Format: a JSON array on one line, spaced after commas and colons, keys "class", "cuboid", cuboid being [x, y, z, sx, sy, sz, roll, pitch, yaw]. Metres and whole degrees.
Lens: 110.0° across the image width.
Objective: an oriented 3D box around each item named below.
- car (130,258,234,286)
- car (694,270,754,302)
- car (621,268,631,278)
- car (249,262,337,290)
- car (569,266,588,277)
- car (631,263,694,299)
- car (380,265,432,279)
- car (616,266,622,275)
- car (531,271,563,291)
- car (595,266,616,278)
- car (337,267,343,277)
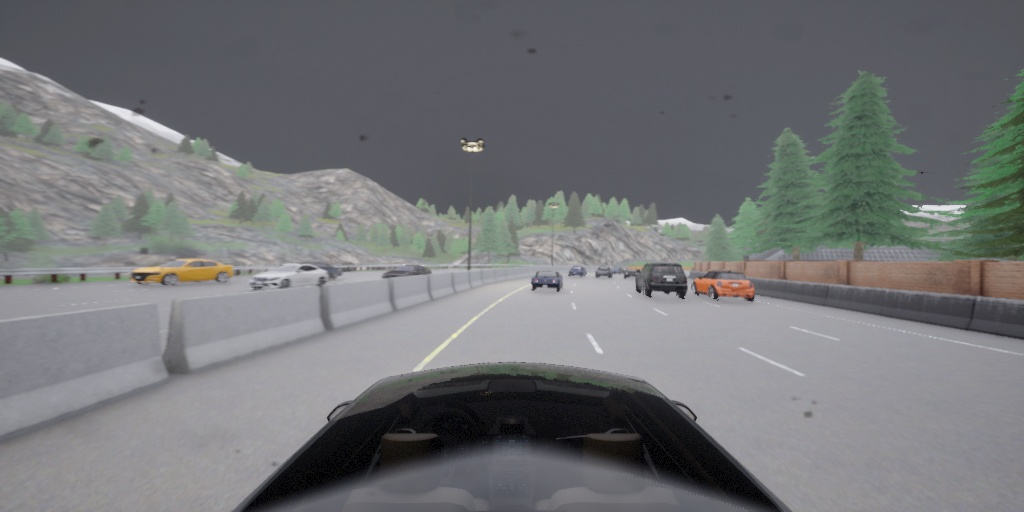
[{"class": "car", "cuboid": [-19.423, 0.902, 21.428, 1.882, 1.535, 5.008, 1, -1, 8]}, {"class": "car", "cuboid": [12.686, 1.682, 21.855, 2.097, 1.767, 4.553, 2, -1, 10]}, {"class": "car", "cuboid": [15.921, 2.308, 47.462, 1.895, 1.301, 4.718, 1, -1, 20]}, {"class": "car", "cuboid": [-12.500, 1.134, 20.499, 1.812, 1.442, 4.674, 1, -1, 8]}, {"class": "car", "cuboid": [8.919, 2.049, 48.551, 1.812, 1.442, 4.674, 1, -1, 20]}, {"class": "car", "cuboid": [9.186, 1.460, 22.428, 2.150, 2.045, 5.566, 1, -1, 10]}, {"class": "car", "cuboid": [-7.851, 1.363, 27.356, 2.033, 1.411, 5.357, 1, -1, 11]}, {"class": "car", "cuboid": [18.133, 2.478, 61.908, 2.033, 1.411, 5.357, 1, -1, 27]}, {"class": "car", "cuboid": [2.561, 1.684, 25.150, 1.895, 1.301, 4.718, 1, -1, 11]}, {"class": "car", "cuboid": [12.027, 2.083, 46.799, 2.128, 1.511, 4.902, 1, -1, 20]}, {"class": "car", "cuboid": [-15.047, 1.155, 26.890, 2.033, 1.411, 5.357, 1, -1, 10]}]
